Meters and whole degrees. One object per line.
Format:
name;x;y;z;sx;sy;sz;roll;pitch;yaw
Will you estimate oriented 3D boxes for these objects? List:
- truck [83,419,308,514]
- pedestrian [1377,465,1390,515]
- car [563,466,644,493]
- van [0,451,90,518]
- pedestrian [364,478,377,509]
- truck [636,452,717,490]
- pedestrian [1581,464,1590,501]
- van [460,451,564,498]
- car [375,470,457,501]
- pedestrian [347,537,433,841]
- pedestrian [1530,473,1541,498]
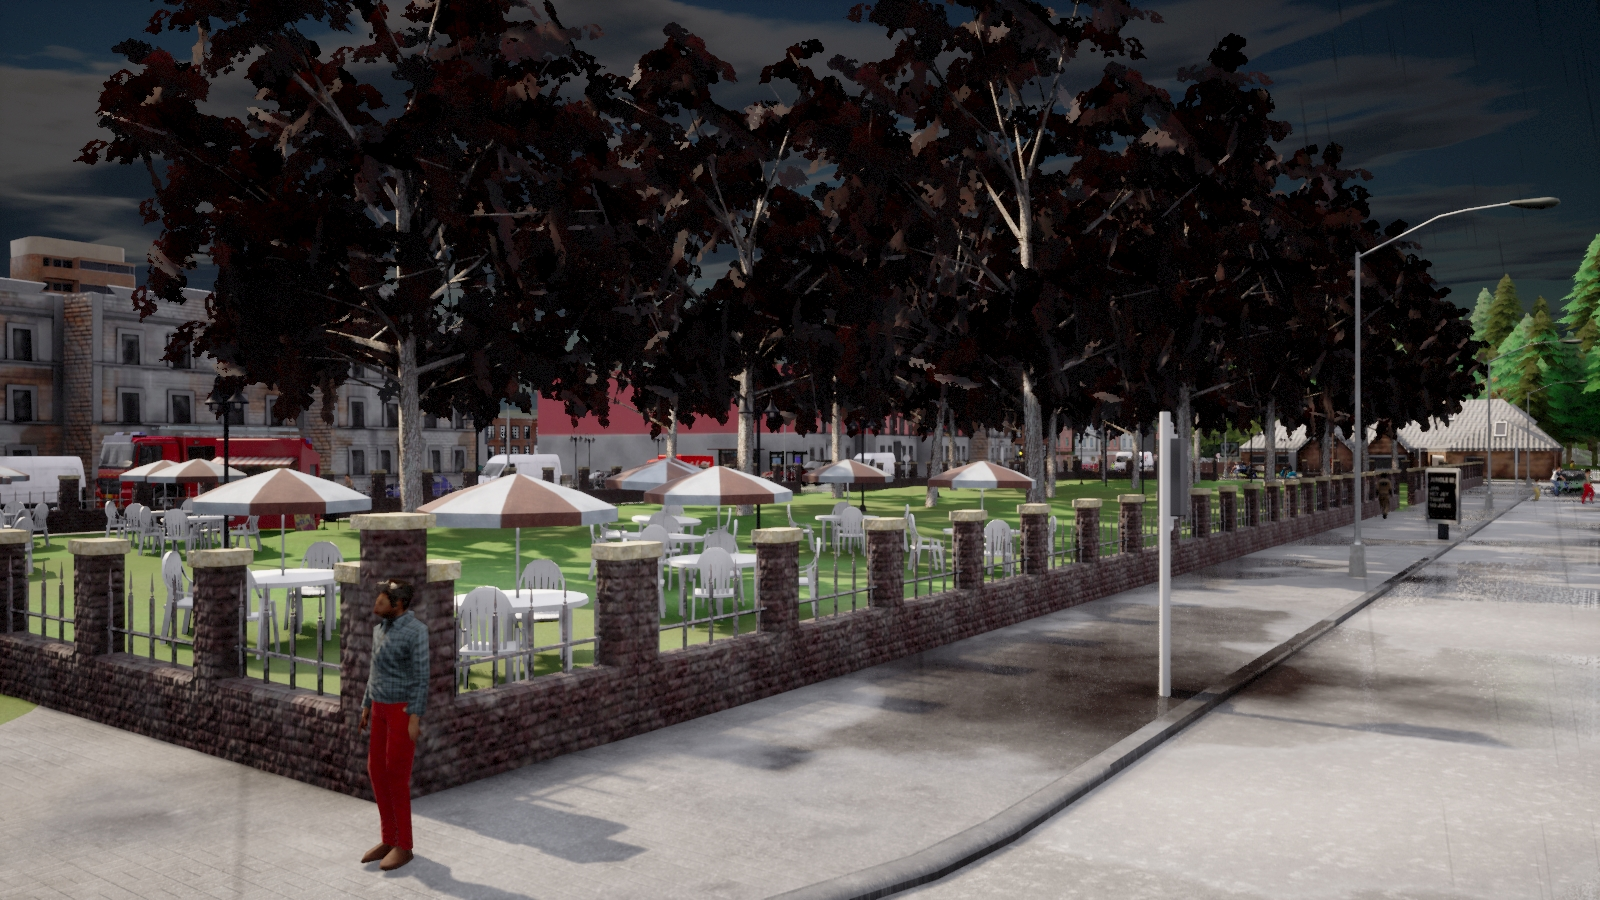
truck;-26.598;0.670;50.778;2.891;3.827;8.468;0;0;35
pedestrian;22.290;1.525;43.655;0.375;1.860;0.375;0;0;35
car;-12.166;1.814;71.050;2.097;1.535;5.006;0;0;35
van;-31.021;1.314;44.007;1.988;2.561;5.915;0;0;35
pedestrian;-17.868;1.805;47.537;0.375;1.300;0.375;0;0;35
truck;-8.233;1.348;76.671;2.627;2.467;5.204;0;0;35
pedestrian;39.885;1.628;58.038;0.375;1.860;0.375;0;0;32
van;-16.329;1.314;65.083;1.988;2.561;5.915;0;0;35
car;-20.045;1.818;59.739;1.845;1.501;3.633;0;0;35
pedestrian;-2.655;1.517;7.406;0.375;1.860;0.375;0;0;36
pedestrian;39.601;1.908;61.518;0.375;1.300;0.375;0;0;-33
